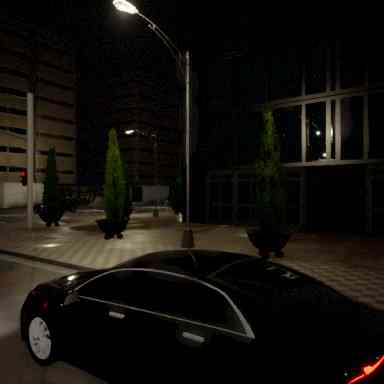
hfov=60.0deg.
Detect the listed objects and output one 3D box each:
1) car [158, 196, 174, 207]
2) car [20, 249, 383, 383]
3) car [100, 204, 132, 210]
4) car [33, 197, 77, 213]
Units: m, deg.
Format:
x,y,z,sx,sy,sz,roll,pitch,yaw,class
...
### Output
x,y,z,sx,sy,sz,roll,pitch,yaw,class
-3.433,1.407,53.007,2.097,1.767,4.553,0,0,35,car
-0.249,1.505,4.169,4.892,1.490,1.837,0,0,36,car
-9.918,1.581,43.827,1.812,1.442,4.674,0,0,35,car
-15.049,1.407,36.571,2.097,1.767,4.553,0,0,35,car
